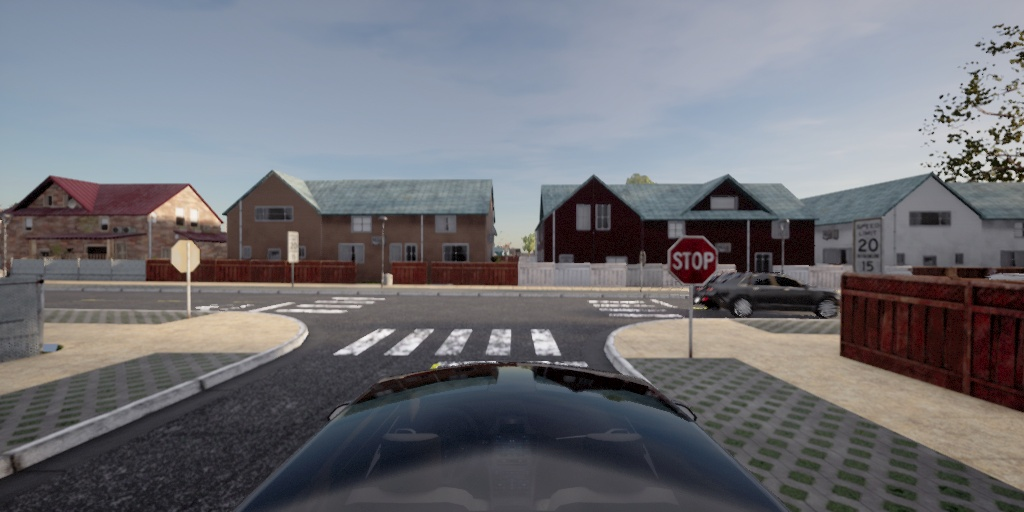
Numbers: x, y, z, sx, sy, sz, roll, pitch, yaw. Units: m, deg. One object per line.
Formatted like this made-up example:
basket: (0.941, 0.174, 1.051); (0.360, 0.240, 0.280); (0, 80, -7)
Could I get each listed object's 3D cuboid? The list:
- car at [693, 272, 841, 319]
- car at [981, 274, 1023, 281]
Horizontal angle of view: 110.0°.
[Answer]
car: (9.041, 1.345, 12.821); (4.892, 1.490, 1.837); (1, -1, -1)
car: (21.481, 1.479, 15.346); (4.674, 1.442, 1.812); (1, 0, 1)
